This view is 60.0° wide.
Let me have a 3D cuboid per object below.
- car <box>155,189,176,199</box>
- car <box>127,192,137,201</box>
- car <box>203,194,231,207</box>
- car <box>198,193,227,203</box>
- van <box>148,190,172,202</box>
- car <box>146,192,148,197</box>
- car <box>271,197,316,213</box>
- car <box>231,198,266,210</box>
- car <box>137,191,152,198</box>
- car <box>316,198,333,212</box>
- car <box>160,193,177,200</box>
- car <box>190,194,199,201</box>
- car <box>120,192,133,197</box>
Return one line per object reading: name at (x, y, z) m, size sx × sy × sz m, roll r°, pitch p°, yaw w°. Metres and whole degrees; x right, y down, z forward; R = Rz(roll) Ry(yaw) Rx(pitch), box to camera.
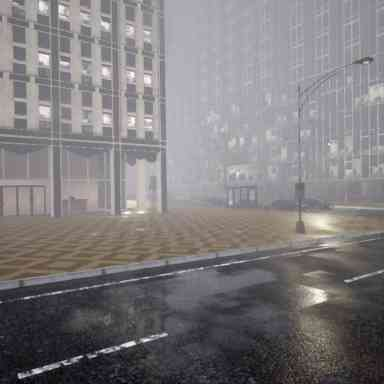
car at (-5.150, 0.366, 62.335) m, size 2.150 × 2.045 × 5.566 m, roll -1°, pitch 1°, yaw -34°
car at (-12.120, 1.040, 67.770) m, size 2.008 × 1.369 × 4.403 m, roll 0°, pitch 1°, yaw -34°
car at (3.917, 1.320, 44.311) m, size 1.947 × 1.339 × 4.313 m, roll 0°, pitch 1°, yaw -34°
car at (3.458, 1.269, 49.649) m, size 1.895 × 1.301 × 4.718 m, roll -1°, pitch 1°, yaw -34°
van at (-5.687, 0.937, 58.395) m, size 1.690 × 1.788 × 3.998 m, roll 0°, pitch 1°, yaw -34°
car at (-8.427, 0.615, 77.193) m, size 2.192 × 1.841 × 5.009 m, roll 0°, pitch 1°, yaw -34°
car at (10.287, 1.424, 34.894) m, size 1.947 × 1.339 × 4.313 m, roll 0°, pitch 1°, yaw -34°
car at (7.084, 1.388, 39.592) m, size 1.802 × 1.307 × 4.206 m, roll 0°, pitch 1°, yaw -34°
car at (-11.643, 0.686, 81.881) m, size 1.967 × 1.590 × 4.097 m, roll 0°, pitch 1°, yaw -34°
car at (12.819, 1.325, 36.001) m, size 1.837 × 1.490 × 4.892 m, roll -1°, pitch 1°, yaw -34°
car at (-5.210, 0.936, 72.511) m, size 1.802 × 1.307 × 4.206 m, roll 0°, pitch 1°, yaw -34°
car at (1.223, 1.043, 63.138) m, size 1.802 × 1.307 × 4.206 m, roll 0°, pitch 1°, yaw -34°
car at (-18.075, 0.689, 91.254) m, size 2.008 × 1.369 × 4.403 m, roll 0°, pitch 1°, yaw -34°
